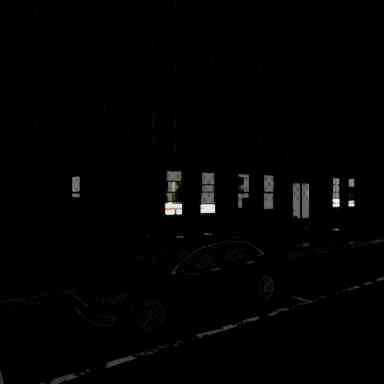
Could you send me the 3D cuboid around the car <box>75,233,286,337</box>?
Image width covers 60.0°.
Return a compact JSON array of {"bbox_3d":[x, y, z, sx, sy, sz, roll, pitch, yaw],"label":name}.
[{"bbox_3d":[-0.002,1.551,6.558,4.403,1.369,2.008,0,0,-35],"label":"car"}]
